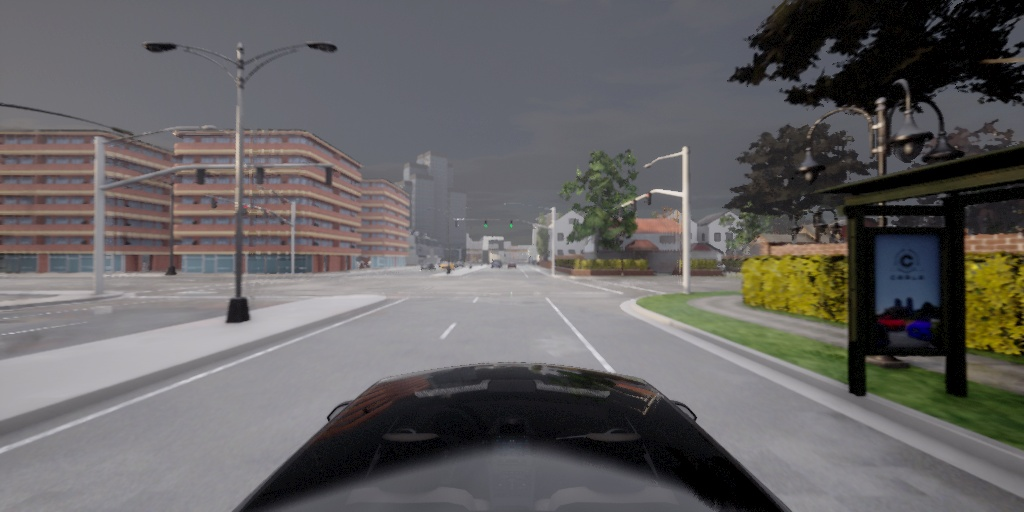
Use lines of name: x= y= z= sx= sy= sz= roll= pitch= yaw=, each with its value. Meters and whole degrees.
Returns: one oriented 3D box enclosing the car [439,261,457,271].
car: x=-11.524 y=1.773 z=63.927 sx=1.882 sy=1.535 sz=5.008 roll=0 pitch=0 yaw=0
